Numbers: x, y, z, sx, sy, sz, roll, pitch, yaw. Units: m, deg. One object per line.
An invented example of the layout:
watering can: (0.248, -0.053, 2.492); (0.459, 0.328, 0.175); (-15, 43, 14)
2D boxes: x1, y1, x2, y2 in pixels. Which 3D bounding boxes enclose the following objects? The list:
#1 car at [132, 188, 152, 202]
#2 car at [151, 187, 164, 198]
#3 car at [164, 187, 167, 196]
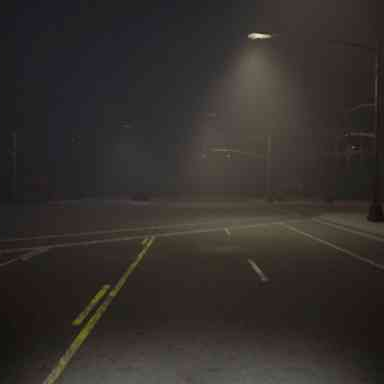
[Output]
car: (-7.158, 0.593, 46.903); (1.812, 1.442, 4.674); (0, 1, 0)
car: (-7.120, 0.097, 63.832); (2.150, 2.045, 5.566); (0, 1, 0)
car: (-7.136, -0.224, 78.427); (2.150, 2.045, 5.566); (0, 1, 0)
